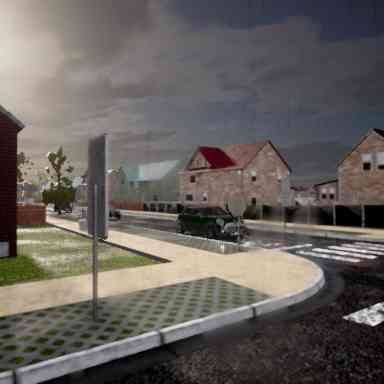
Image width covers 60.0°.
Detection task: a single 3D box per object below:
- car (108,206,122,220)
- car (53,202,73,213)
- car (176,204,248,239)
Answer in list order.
[{"bbox_3d":[-8.584,2.045,32.751,1.895,1.301,4.718,0,-1,-34],"label":"car"},{"bbox_3d":[-18.345,2.238,47.275,1.837,1.490,4.892,0,-1,-34],"label":"car"},{"bbox_3d":[1.009,1.546,18.635,2.097,1.767,4.553,0,-1,-34],"label":"car"}]
